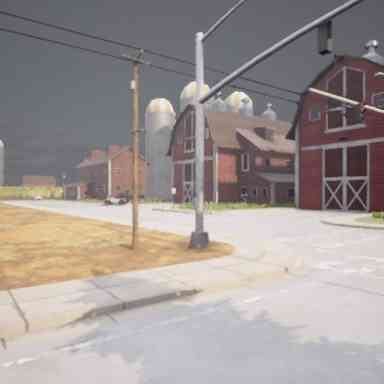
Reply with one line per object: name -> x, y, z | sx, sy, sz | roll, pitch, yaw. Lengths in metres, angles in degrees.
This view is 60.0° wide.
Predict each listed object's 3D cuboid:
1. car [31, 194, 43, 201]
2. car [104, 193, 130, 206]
car -> -36.882, 1.318, 79.084 | 1.812, 1.442, 4.674 | 0, 0, -37
car -> -11.699, 1.098, 52.163 | 3.866, 1.878, 1.905 | -2, 5, 11
